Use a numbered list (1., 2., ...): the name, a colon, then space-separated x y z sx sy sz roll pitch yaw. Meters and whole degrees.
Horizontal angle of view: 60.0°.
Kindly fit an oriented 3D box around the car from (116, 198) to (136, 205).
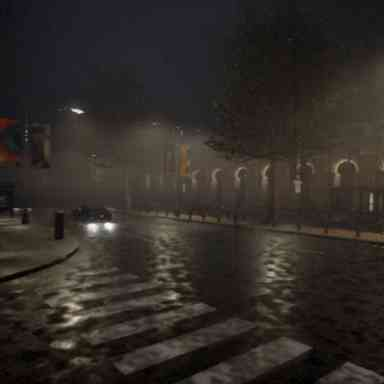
1. car: -12.146 1.650 61.082 1.895 1.301 4.718 1 0 -38

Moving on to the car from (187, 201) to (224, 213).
1. car: 1.482 1.713 38.621 1.895 1.301 4.718 1 0 -38

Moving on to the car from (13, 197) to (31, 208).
1. car: -23.984 1.441 46.523 1.812 1.442 4.674 1 0 -38

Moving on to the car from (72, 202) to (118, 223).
1. car: -7.815 1.563 25.872 1.994 1.385 4.181 1 0 -38
